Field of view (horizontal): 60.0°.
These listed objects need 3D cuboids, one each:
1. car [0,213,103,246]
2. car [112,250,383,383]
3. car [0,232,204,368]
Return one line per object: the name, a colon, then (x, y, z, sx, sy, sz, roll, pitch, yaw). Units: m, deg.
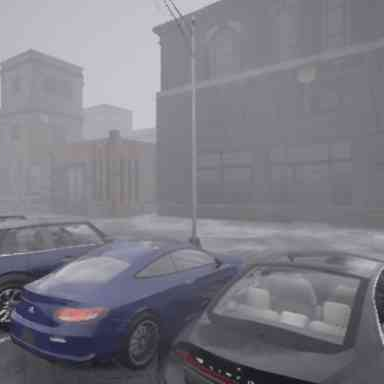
car: (-2.864, 1.346, 7.356, 2.185, 1.767, 4.553, 0, 0, 35)
car: (1.677, 1.479, 4.151, 2.231, 1.521, 4.892, 0, 0, 35)
car: (-0.584, 1.514, 5.766, 2.002, 1.452, 4.674, 0, 0, 35)
